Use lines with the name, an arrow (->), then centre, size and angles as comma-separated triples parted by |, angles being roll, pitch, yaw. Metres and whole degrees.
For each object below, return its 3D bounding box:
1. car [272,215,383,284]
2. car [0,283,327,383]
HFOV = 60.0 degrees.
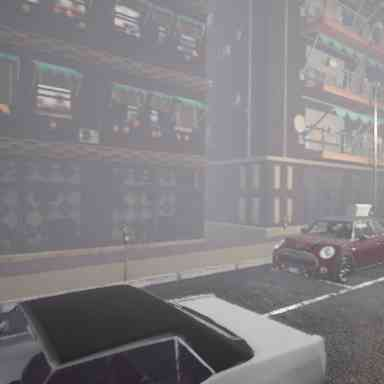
car -> 4.185, 1.443, 9.524 | 4.097, 1.590, 1.967 | 0, 1, -35
car -> -1.102, 1.601, 2.594 | 4.718, 1.301, 1.895 | 0, 0, -35
